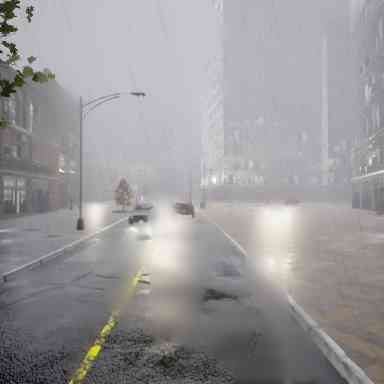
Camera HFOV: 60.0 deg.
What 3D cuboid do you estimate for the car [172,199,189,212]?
[{"bbox_3d":[-1.491,1.607,40.679,1.895,1.301,4.718,0,0,-4],"label":"car"}]

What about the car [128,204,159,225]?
[{"bbox_3d":[-3.390,1.549,24.129,2.033,1.411,5.357,0,0,-3],"label":"car"}]

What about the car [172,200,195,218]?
[{"bbox_3d":[-0.810,1.482,30.803,1.882,1.535,5.008,0,0,-3],"label":"car"}]

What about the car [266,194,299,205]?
[{"bbox_3d":[13.956,1.201,51.535,5.009,1.841,2.192,0,-1,15],"label":"car"}]
